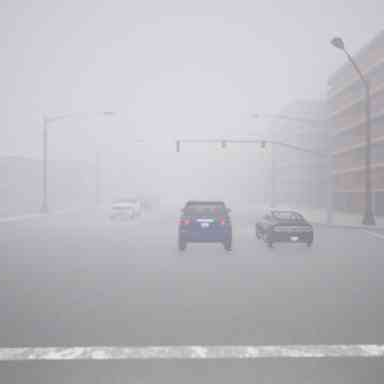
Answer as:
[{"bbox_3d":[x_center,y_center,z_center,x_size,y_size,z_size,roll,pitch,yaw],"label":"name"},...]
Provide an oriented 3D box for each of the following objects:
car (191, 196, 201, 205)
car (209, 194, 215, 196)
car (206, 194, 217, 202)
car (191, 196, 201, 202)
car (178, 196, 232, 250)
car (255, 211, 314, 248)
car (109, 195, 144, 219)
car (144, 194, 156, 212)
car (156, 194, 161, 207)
[{"bbox_3d":[0.785,1.519,62.100,1.837,1.490,4.892,0,0,0],"label":"car"},{"bbox_3d":[4.286,1.504,62.322,2.128,1.511,4.902,0,0,0],"label":"car"},{"bbox_3d":[4.304,1.316,72.523,2.097,1.767,4.553,0,0,0],"label":"car"},{"bbox_3d":[0.803,1.515,72.148,1.994,1.385,4.181,0,0,0],"label":"car"},{"bbox_3d":[0.607,1.351,15.202,2.150,2.045,5.566,0,0,3],"label":"car"},{"bbox_3d":[4.119,1.623,15.438,2.128,1.511,4.902,0,0,2],"label":"car"},{"bbox_3d":[-6.364,1.420,32.211,2.150,2.045,5.566,0,0,0],"label":"car"},{"bbox_3d":[-6.335,1.376,42.599,2.150,2.045,5.566,0,0,0],"label":"car"},{"bbox_3d":[-6.244,1.301,53.053,2.150,2.045,5.566,0,0,1],"label":"car"}]
